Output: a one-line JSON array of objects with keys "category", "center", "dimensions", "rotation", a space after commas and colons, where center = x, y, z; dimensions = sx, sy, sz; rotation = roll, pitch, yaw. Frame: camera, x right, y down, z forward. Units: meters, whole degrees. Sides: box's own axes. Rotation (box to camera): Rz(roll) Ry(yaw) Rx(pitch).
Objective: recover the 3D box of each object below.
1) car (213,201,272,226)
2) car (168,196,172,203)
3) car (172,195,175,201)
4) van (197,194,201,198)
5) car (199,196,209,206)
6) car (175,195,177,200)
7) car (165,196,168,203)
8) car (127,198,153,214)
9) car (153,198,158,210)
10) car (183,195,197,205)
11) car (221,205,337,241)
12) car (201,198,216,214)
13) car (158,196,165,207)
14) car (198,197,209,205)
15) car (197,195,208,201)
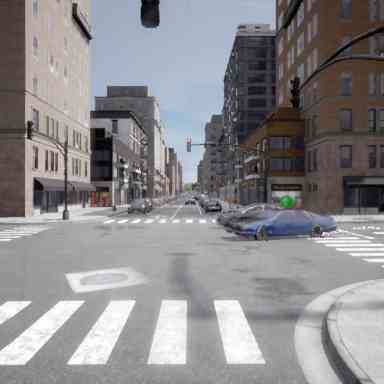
[{"category": "car", "center": [3.996, 1.494, 20.649], "dimensions": [4.902, 1.511, 2.128], "rotation": [0, 0, 0]}, {"category": "car", "center": [-5.801, 1.552, 69.220], "dimensions": [1.967, 1.590, 4.097], "rotation": [0, 0, 0]}, {"category": "car", "center": [-5.812, 1.695, 80.242], "dimensions": [2.008, 1.369, 4.403], "rotation": [0, 0, 0]}, {"category": "van", "center": [2.235, 1.424, 58.207], "dimensions": [1.690, 1.788, 3.998], "rotation": [0, 0, 0]}, {"category": "car", "center": [2.246, 1.641, 47.186], "dimensions": [1.802, 1.307, 4.206], "rotation": [0, 0, 0]}, {"category": "car", "center": [-5.823, 1.721, 91.264], "dimensions": [1.887, 1.381, 4.507], "rotation": [0, 0, 0]}, {"category": "car", "center": [-5.790, 1.634, 58.199], "dimensions": [2.008, 1.369, 4.403], "rotation": [0, 0, 0]}, {"category": "car", "center": [-5.768, 1.480, 36.156], "dimensions": [1.967, 1.590, 4.097], "rotation": [0, 0, 0]}, {"category": "car", "center": [-5.774, 1.490, 41.667], "dimensions": [1.967, 1.590, 4.097], "rotation": [0, 0, 0]}, {"category": "car", "center": [-0.305, 1.690, 60.739], "dimensions": [1.895, 1.301, 4.718], "rotation": [0, 0, 0]}, {"category": "car", "center": [4.436, 1.530, 16.342], "dimensions": [5.357, 1.411, 2.033], "rotation": [0, 0, -18]}, {"category": "car", "center": [2.257, 1.606, 36.163], "dimensions": [1.947, 1.339, 4.313], "rotation": [0, 0, 0]}, {"category": "car", "center": [-5.785, 1.653, 52.688], "dimensions": [1.802, 1.307, 4.206], "rotation": [0, 0, 0]}, {"category": "car", "center": [2.229, 1.648, 63.718], "dimensions": [2.008, 1.369, 4.403], "rotation": [0, 0, 0]}, {"category": "car", "center": [2.240, 1.637, 52.696], "dimensions": [1.947, 1.339, 4.313], "rotation": [0, 0, 0]}]
